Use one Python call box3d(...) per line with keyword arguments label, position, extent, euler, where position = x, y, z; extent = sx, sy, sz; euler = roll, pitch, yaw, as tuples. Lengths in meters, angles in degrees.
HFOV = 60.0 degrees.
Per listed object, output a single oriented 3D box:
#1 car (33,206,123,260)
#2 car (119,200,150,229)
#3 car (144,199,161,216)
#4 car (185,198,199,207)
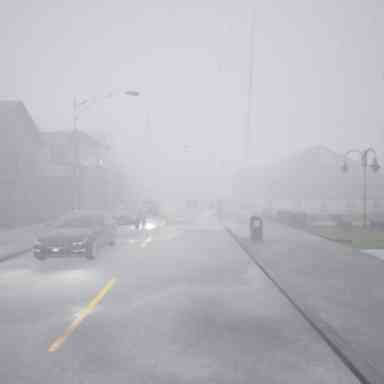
box3d(label="car", position=(-4.097, 1.482, 12.409), extent=(1.837, 1.490, 4.892), euler=(0, 0, 0))
box3d(label="car", position=(-4.091, 1.487, 21.620), extent=(1.812, 1.442, 4.674), euler=(0, 0, 0))
box3d(label="car", position=(-4.062, 1.434, 31.743), extent=(2.128, 1.511, 4.902), euler=(0, 0, 0))
box3d(label="car", position=(0.013, 1.513, 48.771), extent=(1.895, 1.301, 4.718), euler=(0, 0, 0))
